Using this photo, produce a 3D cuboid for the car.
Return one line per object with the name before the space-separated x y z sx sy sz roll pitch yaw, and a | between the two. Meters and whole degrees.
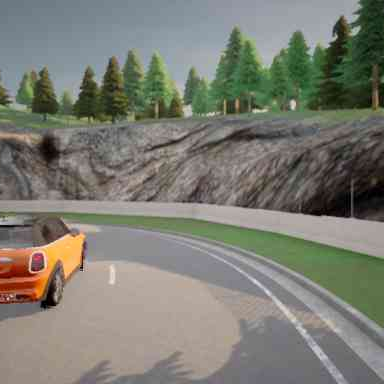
car | -3.870 1.324 7.904 2.097 1.767 4.553 0 0 -9
